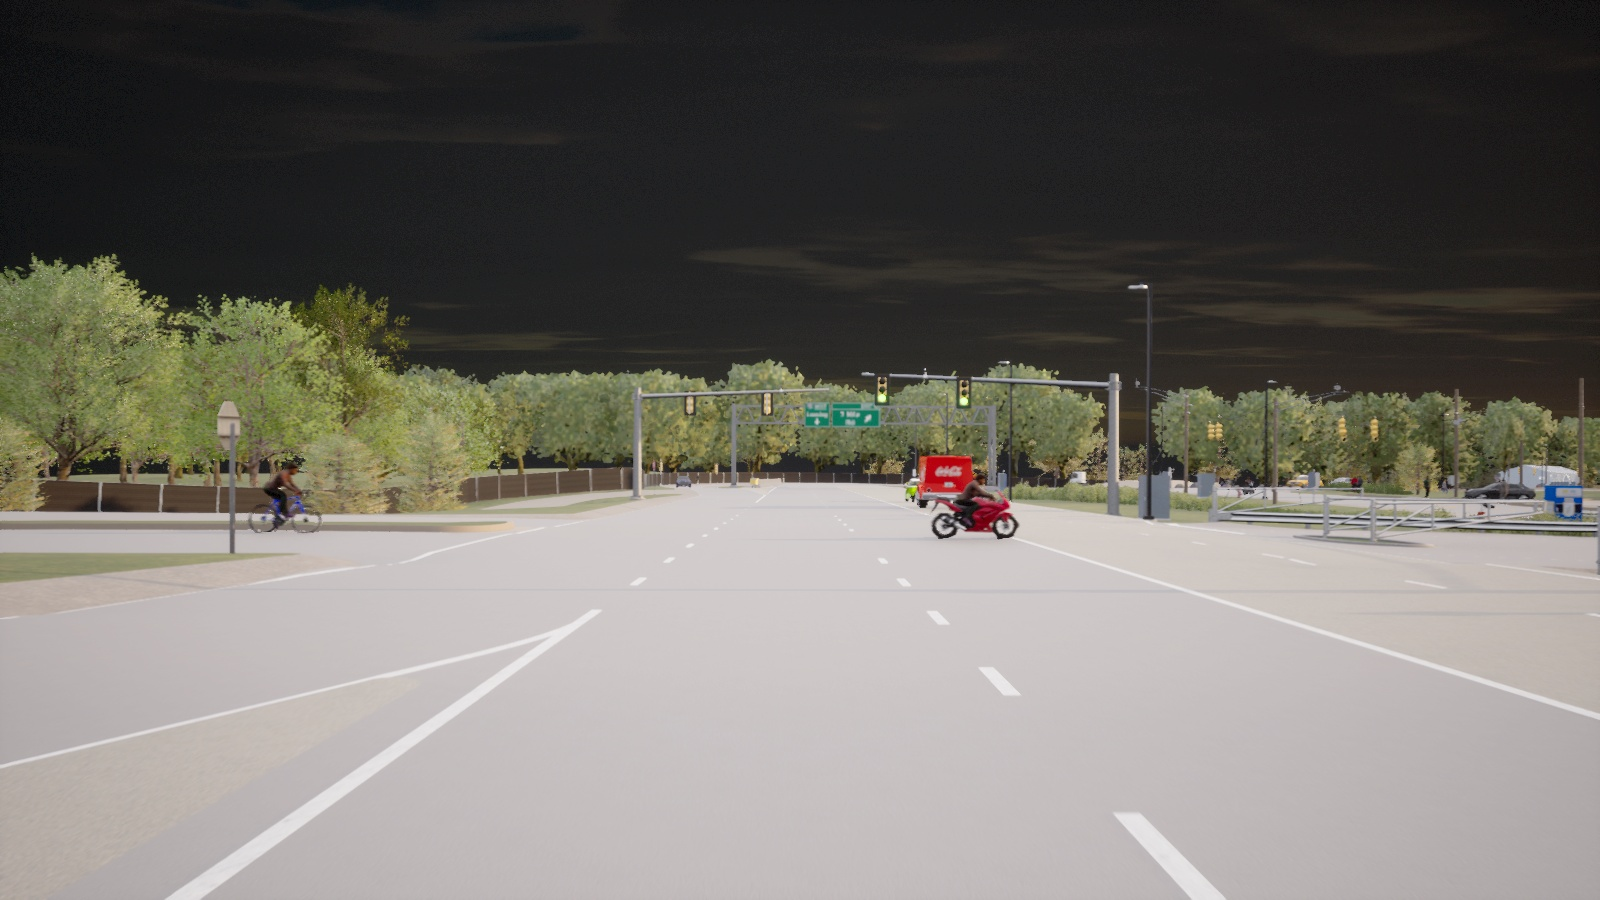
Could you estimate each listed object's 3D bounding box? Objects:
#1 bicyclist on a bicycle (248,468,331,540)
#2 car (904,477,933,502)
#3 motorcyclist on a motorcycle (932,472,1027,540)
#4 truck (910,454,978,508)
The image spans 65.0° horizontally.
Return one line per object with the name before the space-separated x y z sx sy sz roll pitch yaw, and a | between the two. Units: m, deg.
bicyclist on a bicycle | -11.667 1.222 28.735 1.656 1.620 0.582 0 -1 -1
car | 6.819 2.257 72.485 1.481 1.376 2.207 0 -1 0
motorcyclist on a motorcycle | 4.101 1.267 28.828 2.044 1.523 0.797 0 -1 0
truck | 6.847 1.484 60.418 2.627 2.467 5.204 0 -1 0
